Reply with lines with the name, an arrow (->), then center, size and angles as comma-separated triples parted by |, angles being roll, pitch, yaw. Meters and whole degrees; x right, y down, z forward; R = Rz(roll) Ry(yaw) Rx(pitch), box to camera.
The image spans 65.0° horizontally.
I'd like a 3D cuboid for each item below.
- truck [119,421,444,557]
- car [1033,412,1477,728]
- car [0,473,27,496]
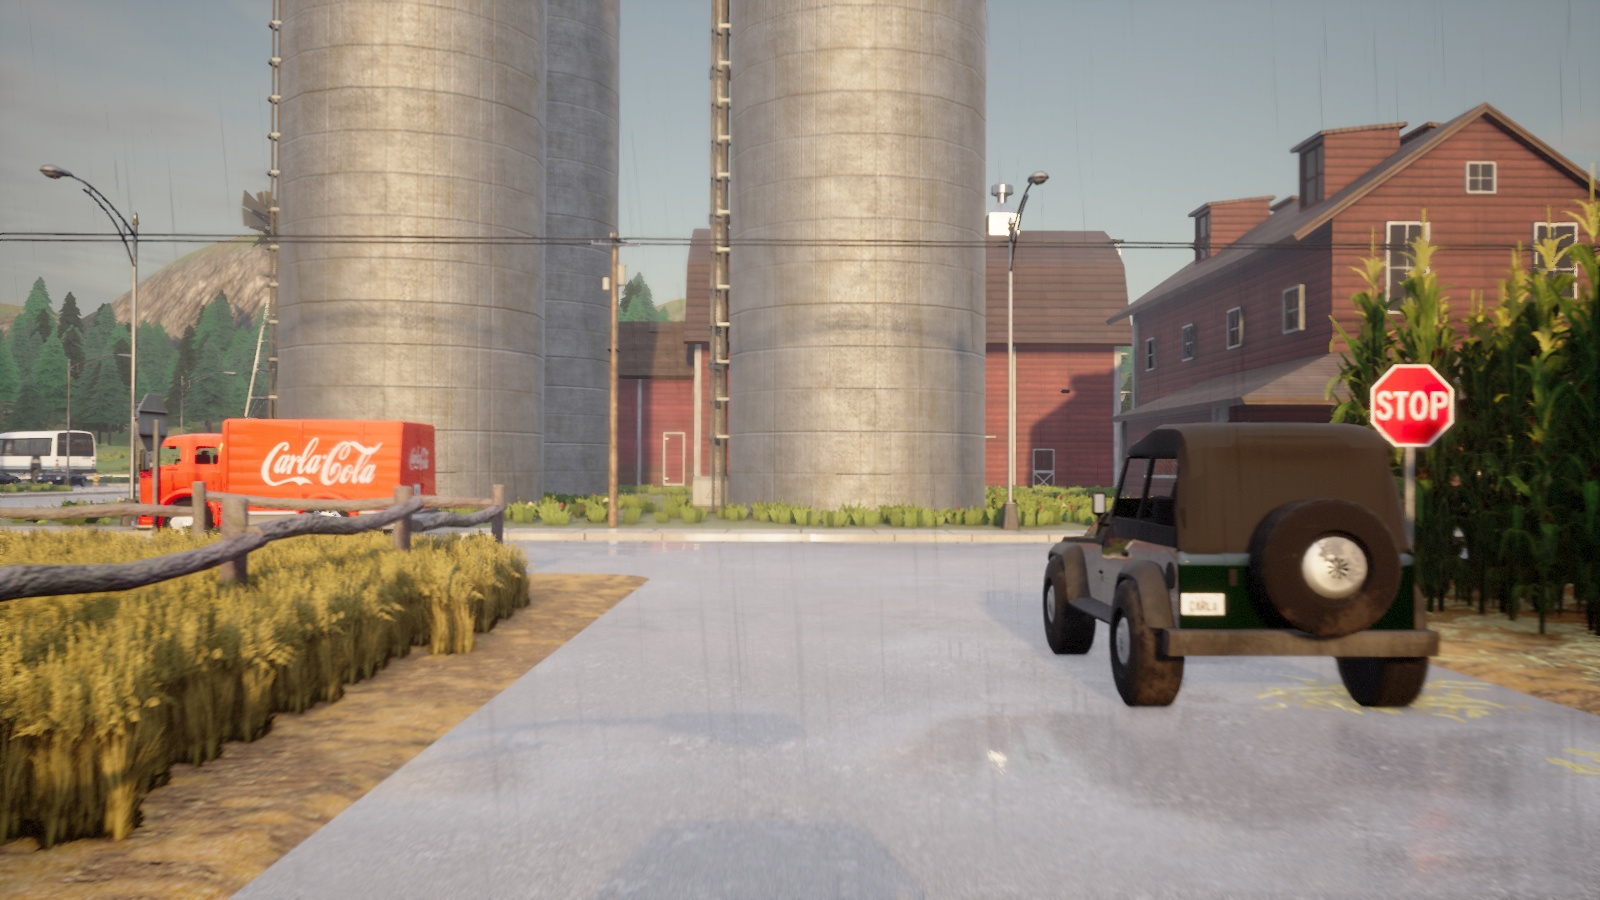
truck -> -9.897, 0.731, 24.357 | 5.204, 2.467, 2.627 | 0, -1, 1
car -> 3.077, 0.743, 9.442 | 1.905, 1.878, 3.866 | 0, -1, 0
car -> -52.726, 2.228, 81.487 | 2.163, 1.488, 4.792 | 0, -1, 0
